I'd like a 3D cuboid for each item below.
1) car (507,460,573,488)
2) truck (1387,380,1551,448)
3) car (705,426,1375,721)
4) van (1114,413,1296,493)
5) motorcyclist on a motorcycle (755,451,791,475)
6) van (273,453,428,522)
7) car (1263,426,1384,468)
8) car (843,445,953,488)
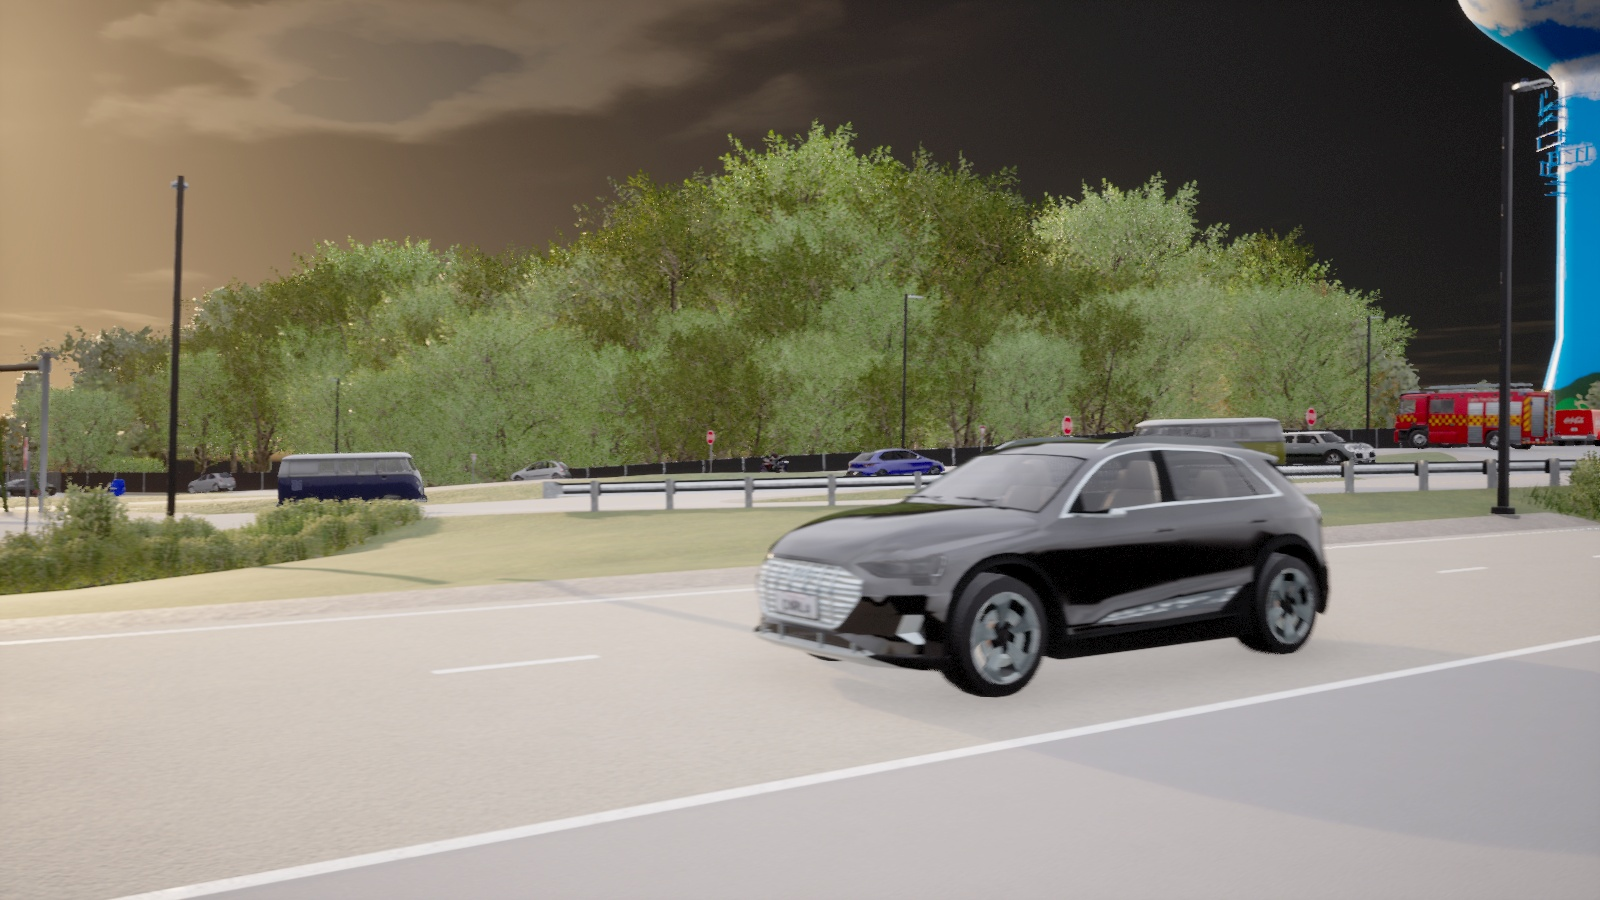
[{"bbox_3d":[-17.905,1.646,86.459,3.988,1.617,1.851,-4,-1,7],"label":"car"},{"bbox_3d":[39.733,-2.105,74.926,2.891,3.827,8.468,0,1,-27],"label":"truck"},{"bbox_3d":[1.914,0.693,9.256,4.856,1.649,2.033,0,0,-35],"label":"car"},{"bbox_3d":[11.166,0.077,34.723,4.442,1.987,1.775,-2,0,-13],"label":"van"},{"bbox_3d":[-1.749,0.839,81.148,2.191,1.530,0.866,-3,-2,39],"label":"motorcyclist on a motorcycle"},{"bbox_3d":[-14.093,1.141,39.496,4.442,1.987,1.775,-1,0,-19],"label":"van"},{"bbox_3d":[20.137,-0.104,48.435,1.970,1.475,3.806,-3,1,-34],"label":"car"},{"bbox_3d":[3.999,0.632,51.172,4.193,1.474,1.816,-3,2,-34],"label":"car"}]
